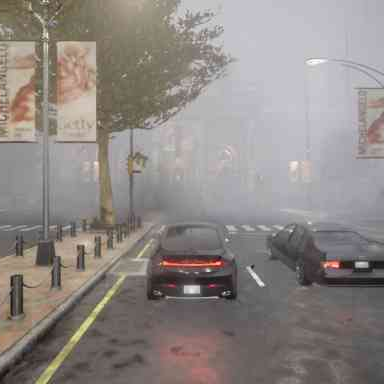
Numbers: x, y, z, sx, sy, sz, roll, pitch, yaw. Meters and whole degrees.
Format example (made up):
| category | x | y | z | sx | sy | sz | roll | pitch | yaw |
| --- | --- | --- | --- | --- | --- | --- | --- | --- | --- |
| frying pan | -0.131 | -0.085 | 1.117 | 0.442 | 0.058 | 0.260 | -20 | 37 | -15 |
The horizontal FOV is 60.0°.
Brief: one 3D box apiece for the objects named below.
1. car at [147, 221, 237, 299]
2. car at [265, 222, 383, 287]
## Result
| category | x | y | z | sx | sy | sz | roll | pitch | yaw |
| --- | --- | --- | --- | --- | --- | --- | --- | --- | --- |
| car | -0.004 | 1.505 | 8.397 | 1.837 | 1.490 | 4.892 | 0 | 0 | 0 |
| car | 3.494 | 1.547 | 9.362 | 2.033 | 1.411 | 5.357 | 0 | 0 | 0 |
